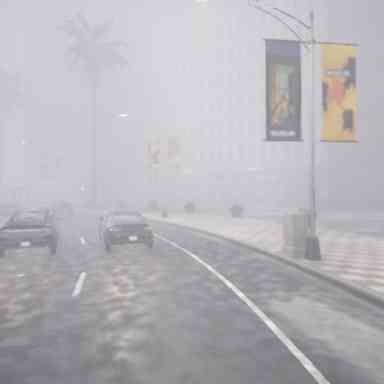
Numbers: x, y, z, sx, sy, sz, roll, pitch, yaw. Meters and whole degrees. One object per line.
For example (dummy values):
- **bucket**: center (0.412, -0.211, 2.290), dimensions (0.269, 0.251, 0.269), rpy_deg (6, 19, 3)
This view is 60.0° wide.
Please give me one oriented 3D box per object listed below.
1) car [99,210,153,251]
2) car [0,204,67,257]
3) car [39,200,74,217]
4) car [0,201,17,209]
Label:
- **car**: center (-2.868, 1.479, 14.046), dimensions (1.812, 1.442, 4.674), rpy_deg (0, 0, -19)
- **car**: center (-6.221, 1.470, 13.086), dimensions (2.128, 1.511, 4.902), rpy_deg (0, 0, -20)
- **car**: center (-11.951, 1.435, 28.873), dimensions (2.128, 1.511, 4.902), rpy_deg (-1, 0, -42)
- **car**: center (-16.054, 1.466, 28.103), dimensions (4.902, 1.511, 2.128), rpy_deg (0, 0, 44)
